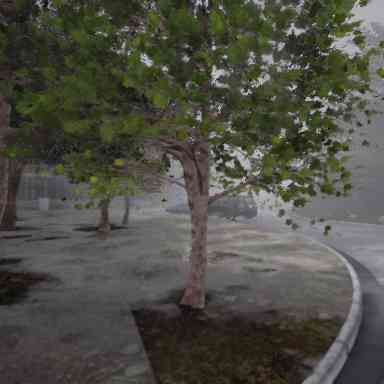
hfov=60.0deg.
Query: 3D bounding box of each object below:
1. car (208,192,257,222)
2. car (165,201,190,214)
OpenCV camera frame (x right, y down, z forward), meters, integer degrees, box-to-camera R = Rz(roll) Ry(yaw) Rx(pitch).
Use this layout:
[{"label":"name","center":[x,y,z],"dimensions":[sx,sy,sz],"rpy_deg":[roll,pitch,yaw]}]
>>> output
[{"label":"car","center":[2.837,1.263,27.464],"dimensions":[2.150,2.045,5.566],"rpy_deg":[1,-1,-37]},{"label":"car","center":[-0.161,1.606,34.193],"dimensions":[5.357,1.411,2.033],"rpy_deg":[0,0,30]}]
